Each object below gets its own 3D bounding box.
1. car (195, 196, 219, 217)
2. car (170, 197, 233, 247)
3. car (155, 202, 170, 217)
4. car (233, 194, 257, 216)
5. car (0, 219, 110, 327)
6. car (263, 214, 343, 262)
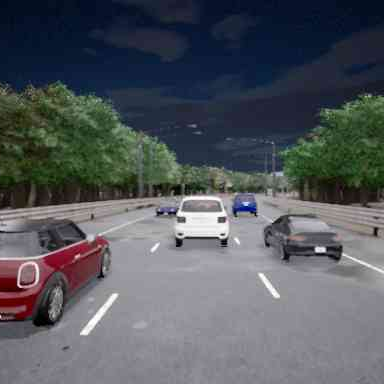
[{"bbox_3d":[1.543,1.345,32.482,2.097,1.767,4.553,0,0,5],"label":"car"},{"bbox_3d":[0.450,1.220,15.258,2.150,2.045,5.566,0,0,2],"label":"car"},{"bbox_3d":[-2.091,1.591,31.130,1.895,1.301,4.718,0,0,5],"label":"car"},{"bbox_3d":[5.007,1.218,32.105,2.150,2.045,5.566,0,0,5],"label":"car"},{"bbox_3d":[-3.278,1.348,7.209,2.097,1.767,4.553,0,0,1],"label":"car"},{"bbox_3d":[3.836,1.528,12.070,1.812,1.442,4.674,0,0,2],"label":"car"}]
